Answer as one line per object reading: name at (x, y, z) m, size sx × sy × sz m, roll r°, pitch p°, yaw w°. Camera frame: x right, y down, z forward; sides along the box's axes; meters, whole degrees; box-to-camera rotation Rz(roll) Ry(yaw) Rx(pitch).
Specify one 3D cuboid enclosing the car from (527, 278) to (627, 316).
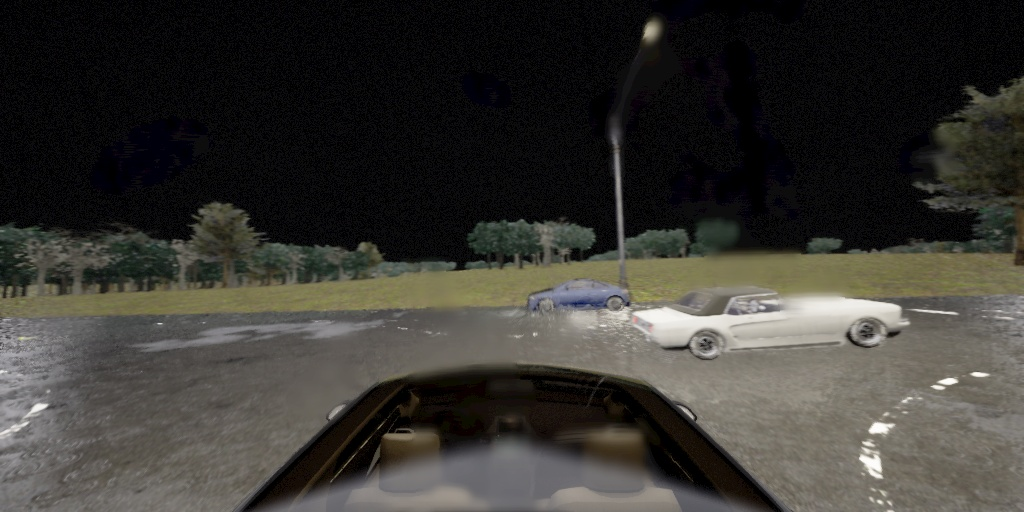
car at (2.680, 1.634, 14.929) m, size 4.181 × 1.385 × 1.994 m, roll -3°, pitch -2°, yaw 5°

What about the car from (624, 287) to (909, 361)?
car at (5.144, 1.326, 7.670) m, size 4.718 × 1.301 × 1.895 m, roll -5°, pitch -2°, yaw 5°
